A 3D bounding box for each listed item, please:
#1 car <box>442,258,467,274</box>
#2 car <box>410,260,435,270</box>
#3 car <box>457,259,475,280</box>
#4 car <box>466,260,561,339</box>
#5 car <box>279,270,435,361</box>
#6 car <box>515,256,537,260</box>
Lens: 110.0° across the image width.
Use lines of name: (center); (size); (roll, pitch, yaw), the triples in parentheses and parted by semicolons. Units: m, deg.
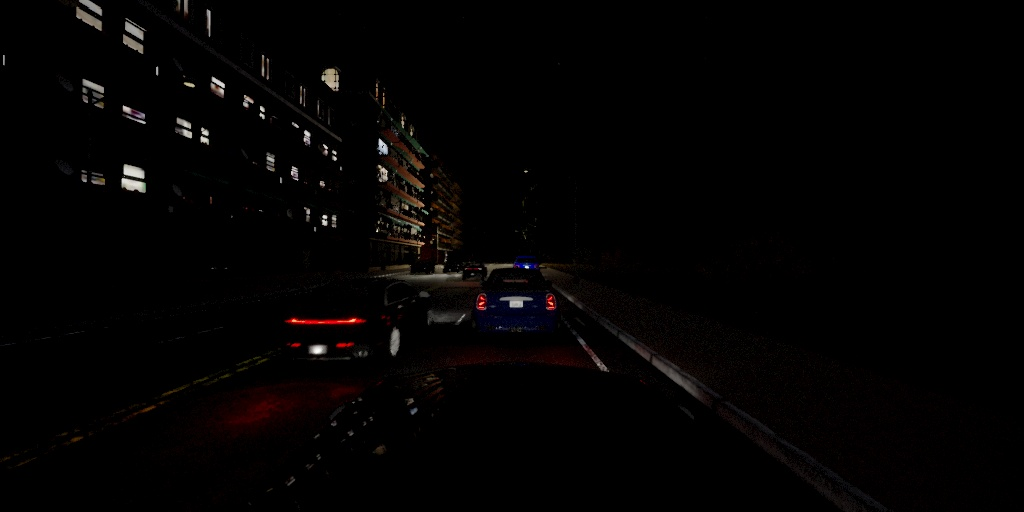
car: (-6.582, 1.258, 40.472); (1.837, 1.490, 4.892); (0, 0, 0)
car: (-9.833, 1.231, 39.769); (1.882, 1.535, 5.008); (0, 0, 0)
car: (-3.136, 1.246, 31.057); (2.128, 1.511, 4.902); (0, 0, 0)
car: (0.103, 1.104, 10.194); (2.097, 1.767, 4.553); (0, 0, 0)
car: (-3.148, 1.257, 8.231); (1.837, 1.490, 4.892); (0, 0, 0)
car: (1.151, 0.979, 30.148); (2.150, 2.045, 5.566); (0, 0, 0)
